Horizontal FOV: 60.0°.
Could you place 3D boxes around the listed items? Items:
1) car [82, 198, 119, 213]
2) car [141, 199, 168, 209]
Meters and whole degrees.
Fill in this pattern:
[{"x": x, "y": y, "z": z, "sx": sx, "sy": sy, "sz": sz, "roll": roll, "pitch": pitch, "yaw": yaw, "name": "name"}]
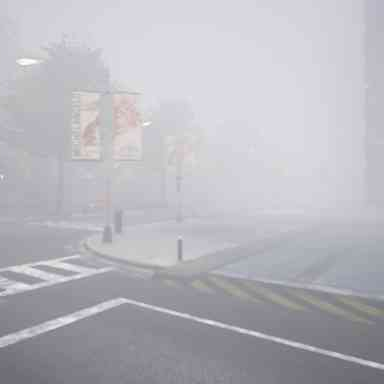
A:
[{"x": -11.027, "y": 1.586, "z": 40.258, "sx": 2.097, "sy": 1.767, "sz": 4.553, "roll": -1, "pitch": 0, "yaw": 35, "name": "car"}, {"x": -5.359, "y": 1.759, "z": 48.271, "sx": 1.812, "sy": 1.442, "sz": 4.674, "roll": -1, "pitch": 0, "yaw": 35, "name": "car"}]
